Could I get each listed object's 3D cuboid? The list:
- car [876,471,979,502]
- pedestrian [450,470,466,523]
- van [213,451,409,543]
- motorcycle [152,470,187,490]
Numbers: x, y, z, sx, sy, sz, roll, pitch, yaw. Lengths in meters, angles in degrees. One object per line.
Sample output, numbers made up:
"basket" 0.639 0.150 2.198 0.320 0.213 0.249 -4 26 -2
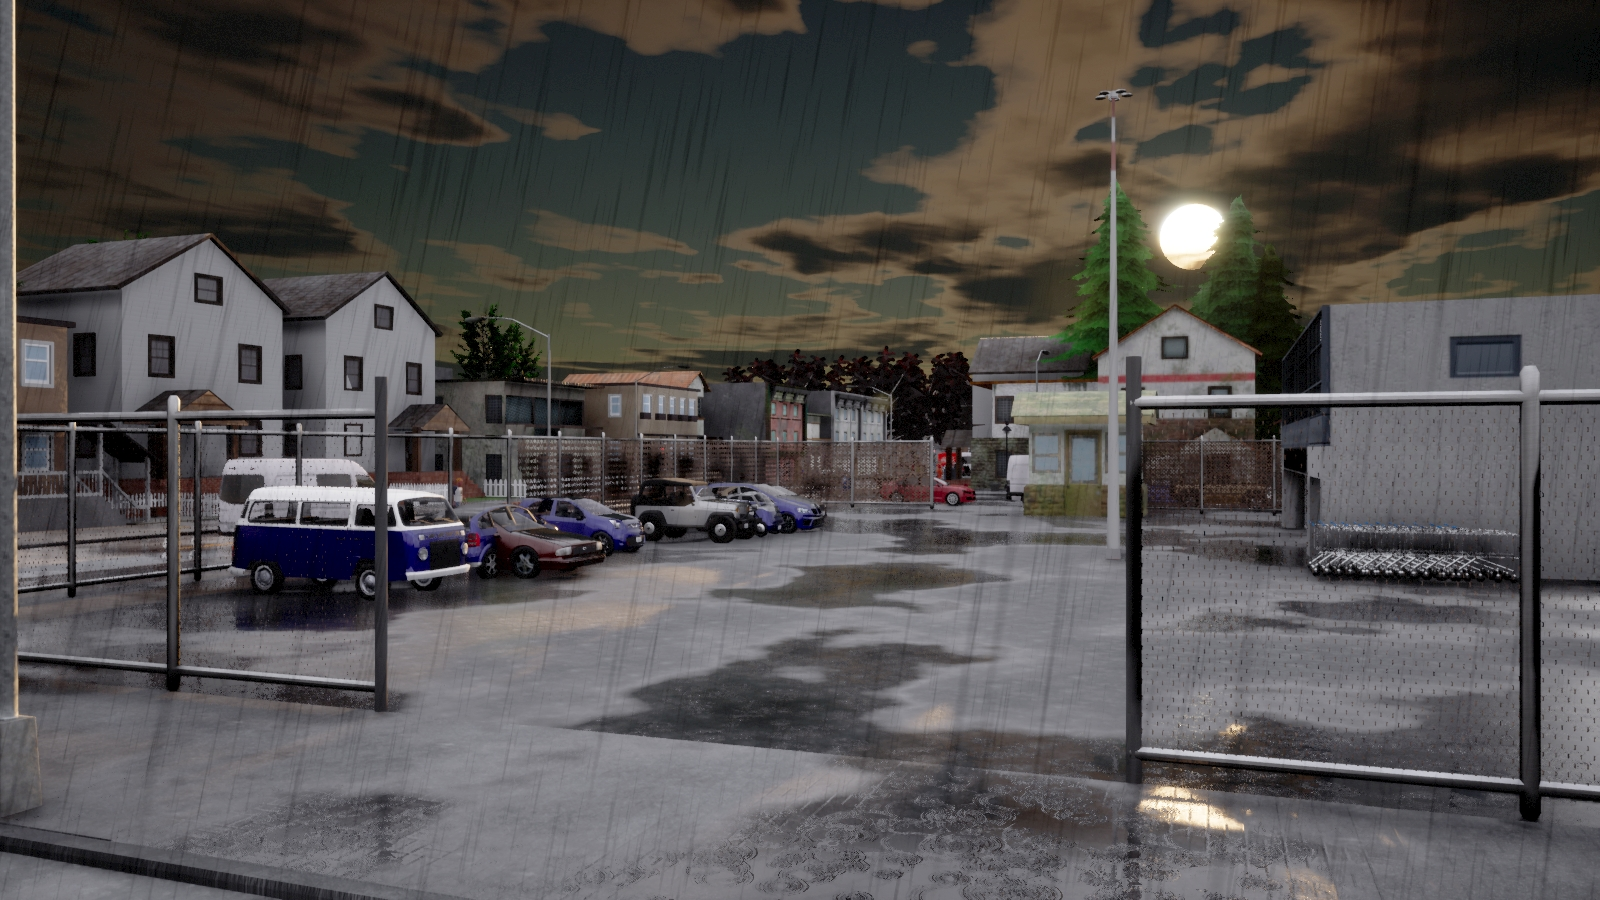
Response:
"car" 6.523 1.843 58.394 4.892 1.480 2.231 0 0 19
"pedestrian" -12.080 1.633 40.355 0.375 1.860 0.375 0 0 13
"van" -14.712 1.318 34.859 1.988 2.561 5.915 0 0 20
"motorcycle" -41.423 1.972 75.123 1.805 1.236 0.856 0 1 -5
